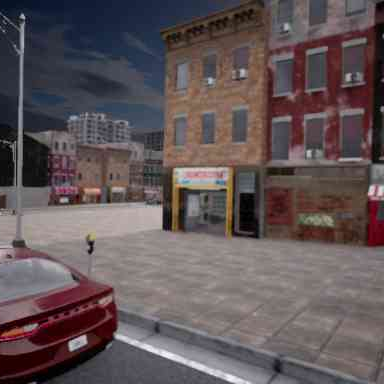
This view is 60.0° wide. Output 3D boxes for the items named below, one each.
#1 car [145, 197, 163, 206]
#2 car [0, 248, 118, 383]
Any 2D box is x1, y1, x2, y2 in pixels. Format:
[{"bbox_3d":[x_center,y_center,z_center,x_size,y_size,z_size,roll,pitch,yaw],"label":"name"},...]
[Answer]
[{"bbox_3d":[-6.261,1.636,59.627,1.837,1.490,4.892,2,1,36],"label":"car"},{"bbox_3d":[-3.080,1.531,4.982,4.507,1.381,1.887,0,2,36],"label":"car"}]
